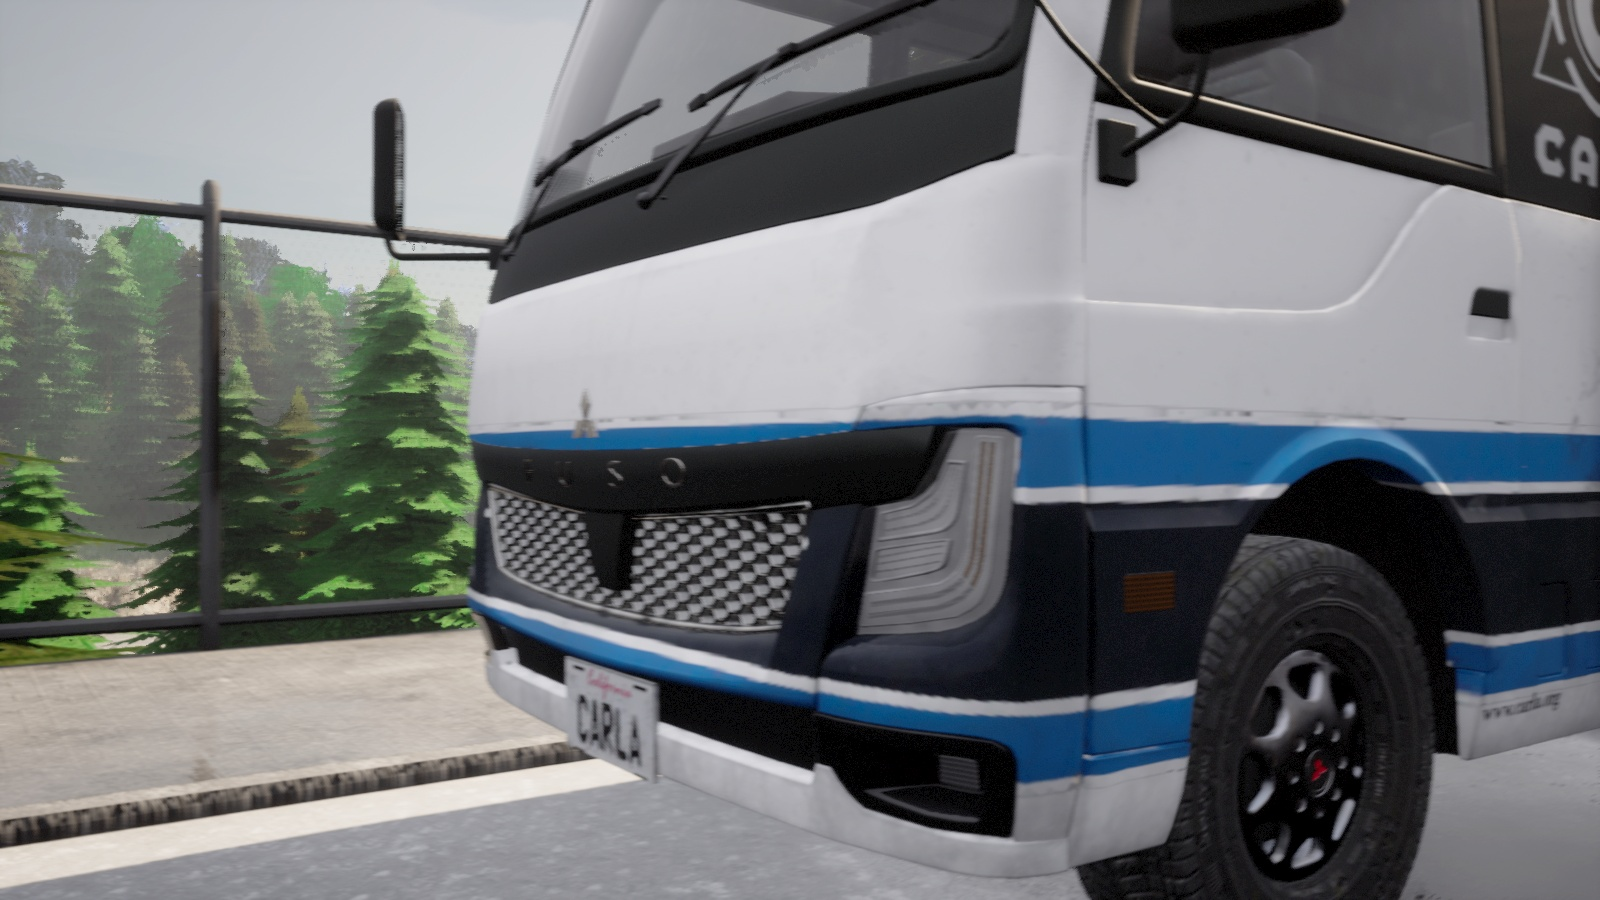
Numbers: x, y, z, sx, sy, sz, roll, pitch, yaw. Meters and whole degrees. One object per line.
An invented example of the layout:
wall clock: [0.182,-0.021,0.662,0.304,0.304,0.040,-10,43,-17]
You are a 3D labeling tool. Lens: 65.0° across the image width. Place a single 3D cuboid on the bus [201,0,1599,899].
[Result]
bus: [2.953,-0.622,6.337,10.273,4.253,3.944,0,0,-35]
